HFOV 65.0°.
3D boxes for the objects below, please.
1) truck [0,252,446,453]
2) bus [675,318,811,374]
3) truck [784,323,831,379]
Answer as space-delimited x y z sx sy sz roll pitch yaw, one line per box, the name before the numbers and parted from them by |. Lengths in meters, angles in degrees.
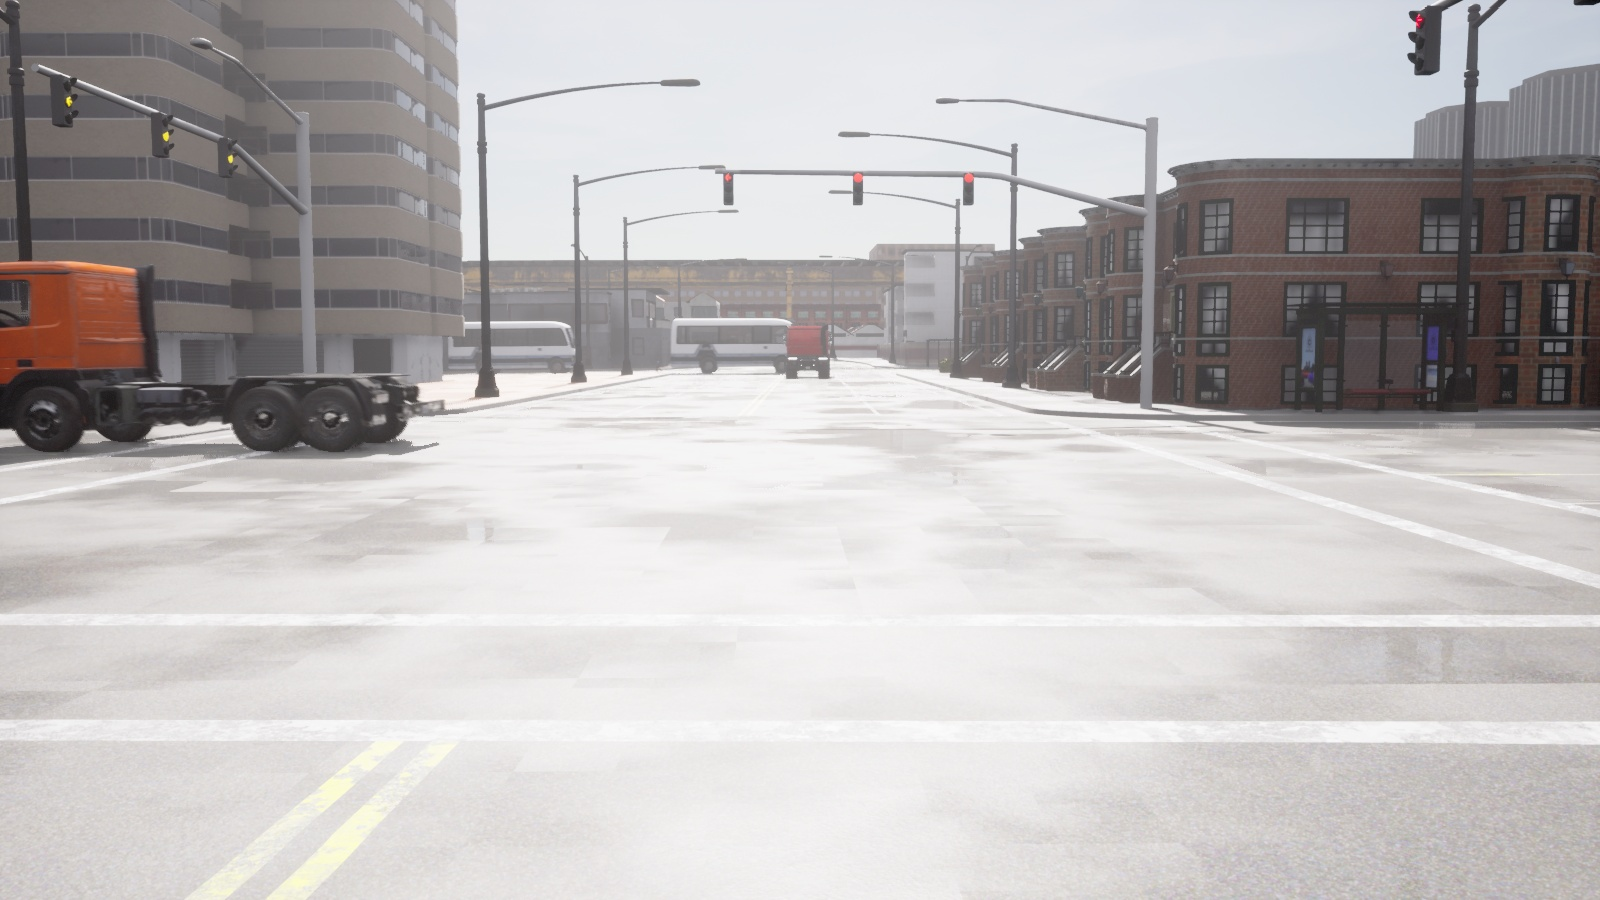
truck | -10.955 -1.799 23.179 7.936 3.462 2.891 0 5 1
bus | -4.303 -8.026 96.911 10.273 4.253 3.944 0 4 -1
truck | 0.510 -6.412 81.219 2.891 3.462 7.936 0 5 0
